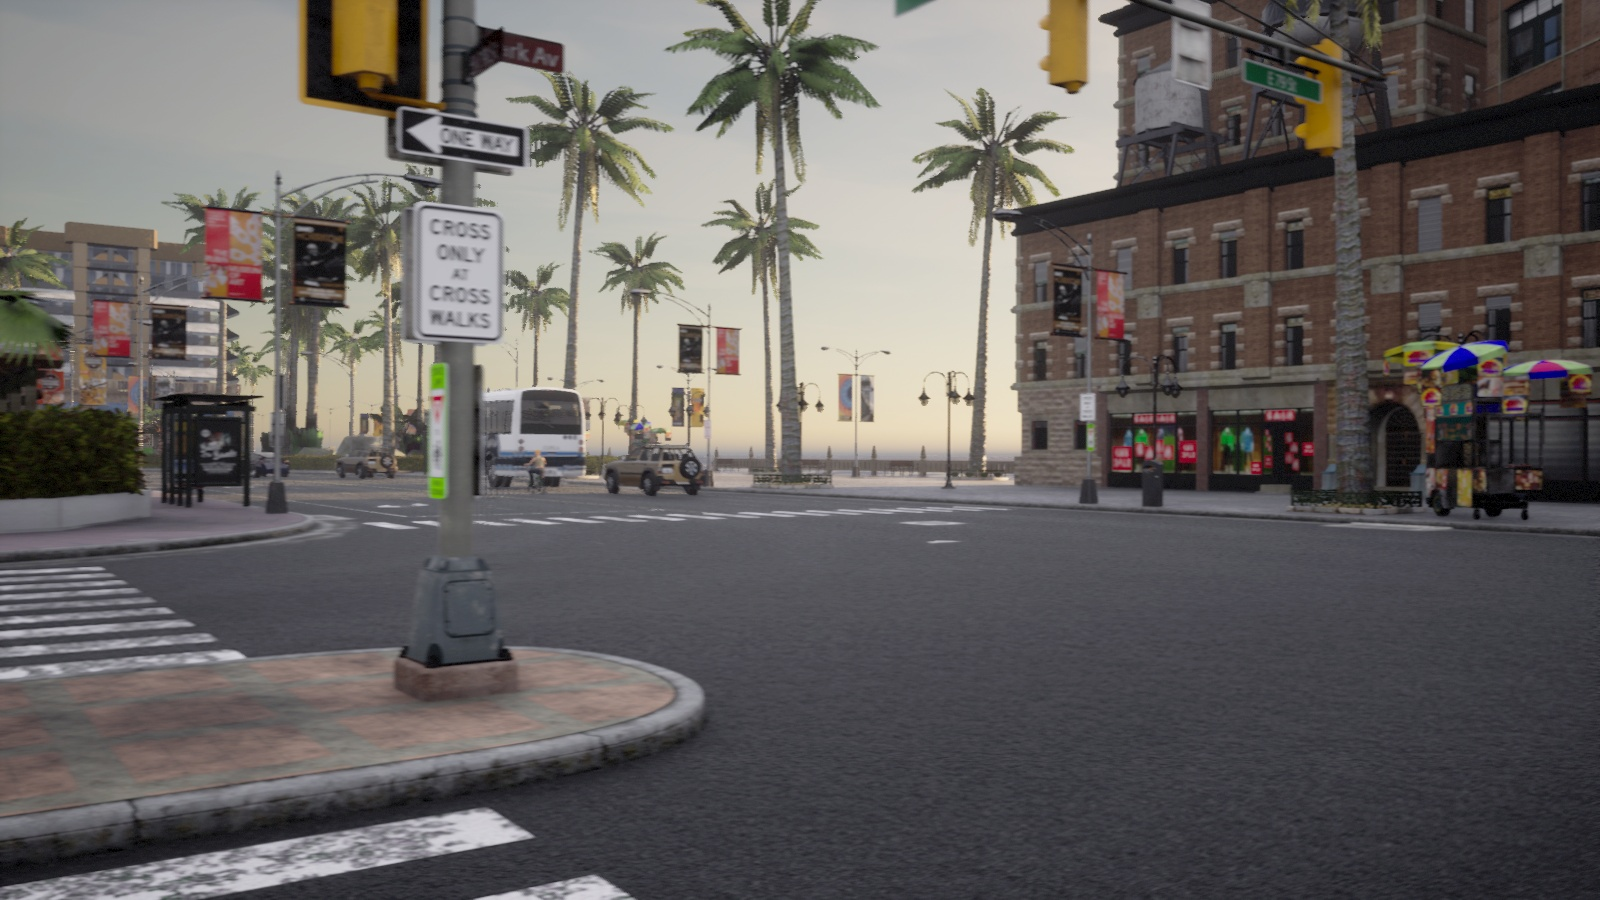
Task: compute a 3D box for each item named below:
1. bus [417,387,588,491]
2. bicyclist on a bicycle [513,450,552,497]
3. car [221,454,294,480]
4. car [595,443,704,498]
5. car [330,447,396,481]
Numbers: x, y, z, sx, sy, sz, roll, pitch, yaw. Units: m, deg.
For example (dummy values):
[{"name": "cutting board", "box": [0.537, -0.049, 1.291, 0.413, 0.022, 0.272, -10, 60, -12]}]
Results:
[{"name": "bus", "box": [-13.612, -0.451, 56.649, 3.944, 4.253, 10.273, 0, 0, -35]}, {"name": "bicyclist on a bicycle", "box": [-9.542, 0.823, 44.773, 0.866, 1.612, 1.509, 0, 0, -35]}, {"name": "car", "box": [-31.658, 0.982, 73.211, 4.792, 1.488, 2.163, 0, 0, 43]}, {"name": "car", "box": [-5.442, 0.703, 45.037, 1.932, 1.855, 4.605, 0, 0, -35]}, {"name": "car", "box": [-24.849, 0.791, 71.356, 1.932, 1.855, 4.605, 0, 0, -42]}]
